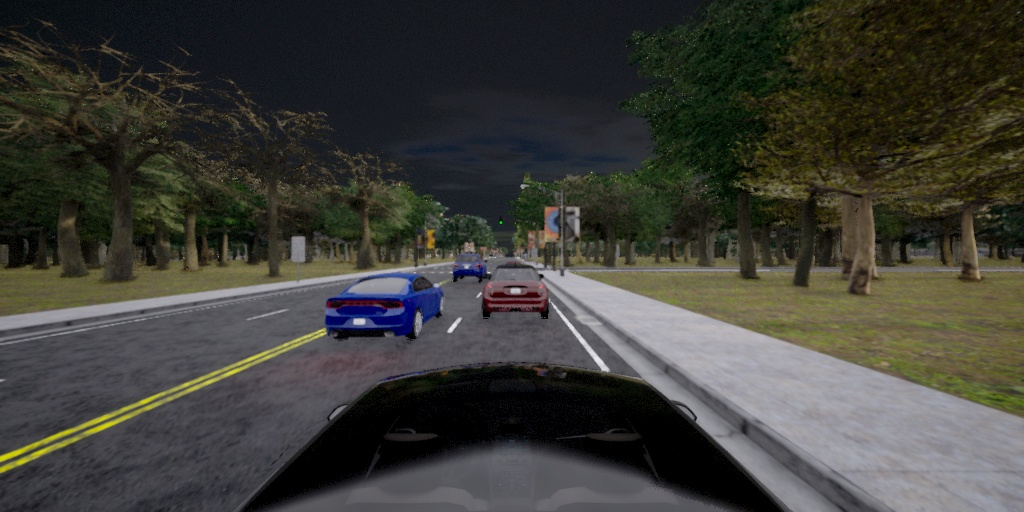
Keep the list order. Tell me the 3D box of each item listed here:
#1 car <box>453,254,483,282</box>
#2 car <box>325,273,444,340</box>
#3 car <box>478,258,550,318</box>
[{"bbox_3d":[-3.136,0.852,27.500,2.150,2.045,5.566,0,0,0],"label":"car"},{"bbox_3d":[-3.145,1.188,9.861,1.882,1.535,5.008,0,0,0],"label":"car"},{"bbox_3d":[0.107,1.049,12.828,2.097,1.767,4.553,0,0,0],"label":"car"}]
